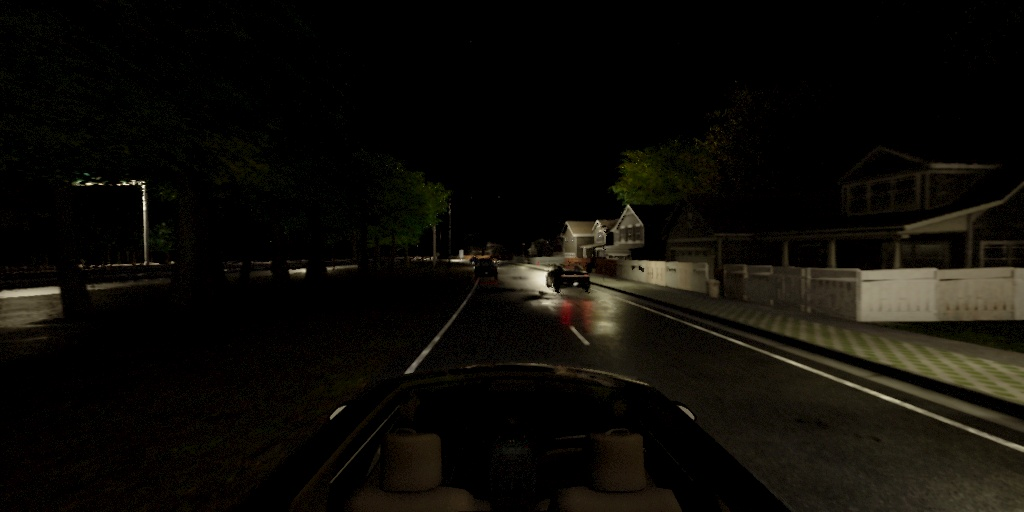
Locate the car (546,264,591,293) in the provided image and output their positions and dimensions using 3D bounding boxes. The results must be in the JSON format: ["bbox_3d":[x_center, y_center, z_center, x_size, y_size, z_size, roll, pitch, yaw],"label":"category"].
[{"bbox_3d":[3.080,1.204,20.362,2.128,1.511,4.902,0,0,-3],"label":"car"}]

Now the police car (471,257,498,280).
[{"bbox_3d":[-2.185,1.115,30.477,1.930,1.638,5.238,0,0,-4],"label":"police car"}]
